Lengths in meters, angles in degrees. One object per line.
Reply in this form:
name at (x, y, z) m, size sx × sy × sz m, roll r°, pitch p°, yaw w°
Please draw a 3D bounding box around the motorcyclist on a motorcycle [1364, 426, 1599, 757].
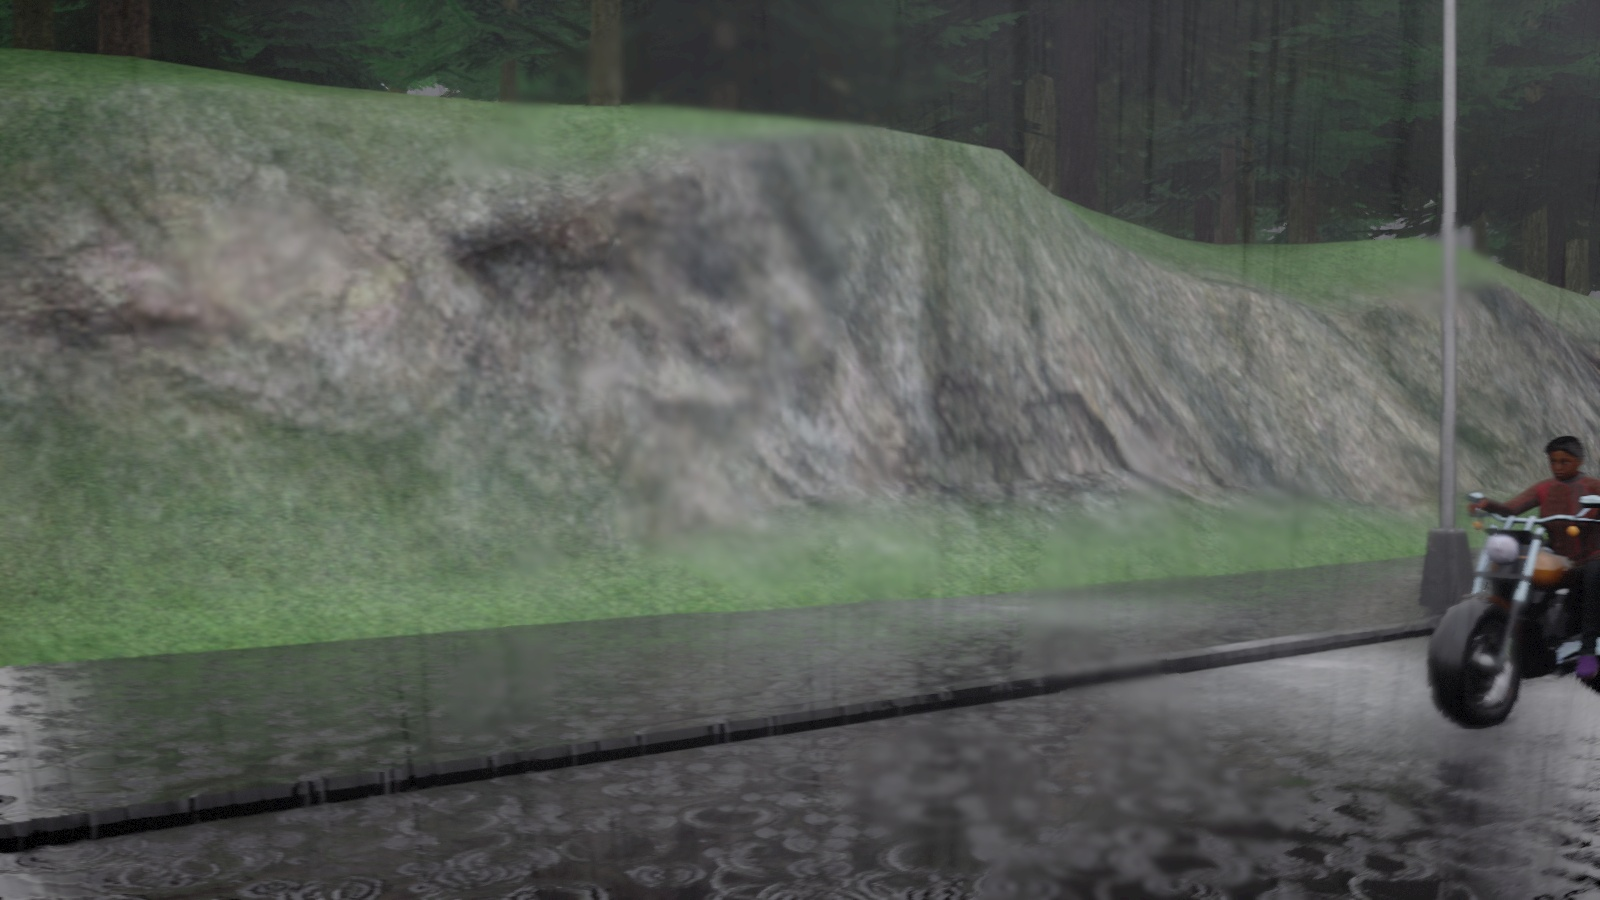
motorcyclist on a motorcycle at (4.283, 0.704, 7.248) m, size 2.350 × 1.649 × 0.766 m, roll 0°, pitch 0°, yaw -35°
